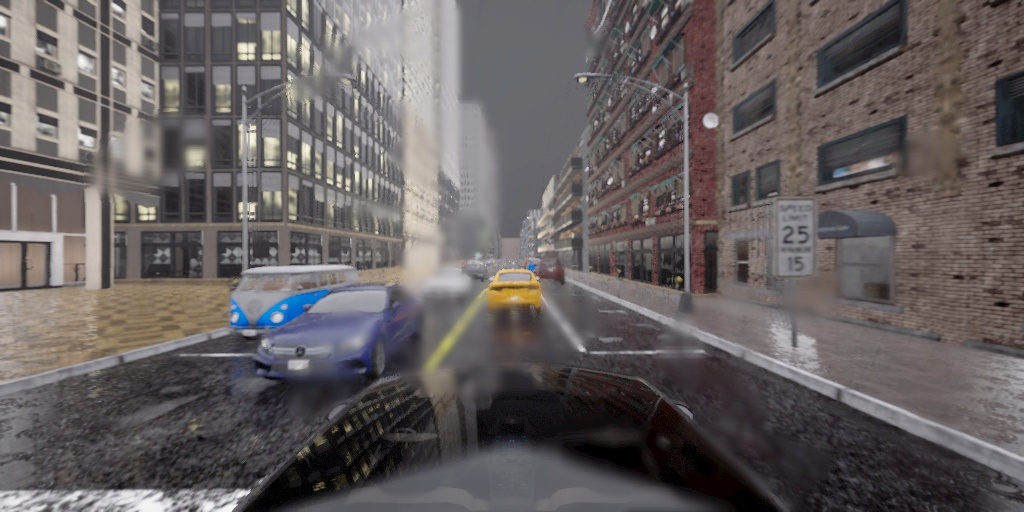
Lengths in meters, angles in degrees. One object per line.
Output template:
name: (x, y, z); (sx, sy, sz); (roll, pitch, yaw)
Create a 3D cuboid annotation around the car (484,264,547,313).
car: (0.120, 1.256, 14.162); (1.882, 1.535, 5.008); (0, 0, 0)

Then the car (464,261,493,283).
car: (-3.003, 1.385, 29.752); (2.033, 1.411, 5.357); (0, 0, 0)

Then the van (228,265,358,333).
van: (-5.675, 1.145, 9.865); (1.690, 1.789, 3.998); (0, 0, 0)

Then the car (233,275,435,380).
car: (-3.073, 1.308, 7.481); (1.812, 1.442, 4.674); (0, 0, 0)

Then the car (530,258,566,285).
car: (2.744, 1.108, 26.500); (2.192, 1.841, 5.009); (0, 0, 0)

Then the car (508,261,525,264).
car: (0.098, 1.412, 40.781); (1.994, 1.385, 4.181); (0, 0, 1)

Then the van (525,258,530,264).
van: (2.783, 1.178, 43.152); (1.690, 1.789, 3.998); (0, 0, 0)

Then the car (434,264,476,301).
car: (-3.060, 1.334, 17.763); (1.812, 1.442, 4.674); (0, 0, 0)
